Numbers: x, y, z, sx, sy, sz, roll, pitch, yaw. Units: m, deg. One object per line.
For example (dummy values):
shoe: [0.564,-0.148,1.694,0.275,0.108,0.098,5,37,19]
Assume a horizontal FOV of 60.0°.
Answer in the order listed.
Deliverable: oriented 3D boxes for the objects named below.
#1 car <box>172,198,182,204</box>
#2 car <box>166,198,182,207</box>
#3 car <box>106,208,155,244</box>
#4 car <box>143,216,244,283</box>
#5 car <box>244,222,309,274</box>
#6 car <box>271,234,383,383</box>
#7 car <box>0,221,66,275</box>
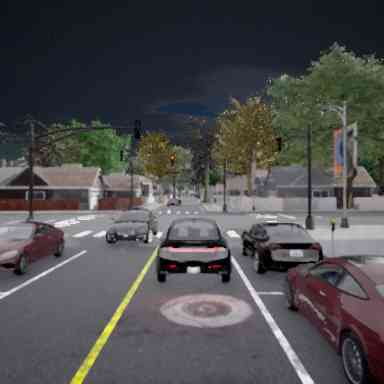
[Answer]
car: [-3.033,1.838,69.591,1.895,1.301,4.718,0,0,0]
car: [-3.071,1.747,54.633,1.994,1.385,4.181,0,0,0]
car: [-2.740,1.565,16.205,1.837,1.490,4.892,0,0,0]
car: [0.058,1.519,9.773,2.128,1.511,4.902,0,0,1]
car: [2.644,1.595,10.497,1.947,1.339,4.313,0,0,0]
car: [2.640,1.595,4.979,1.802,1.307,4.206,0,0,0]
car: [-5.381,1.613,10.501,1.802,1.307,4.206,0,0,0]
